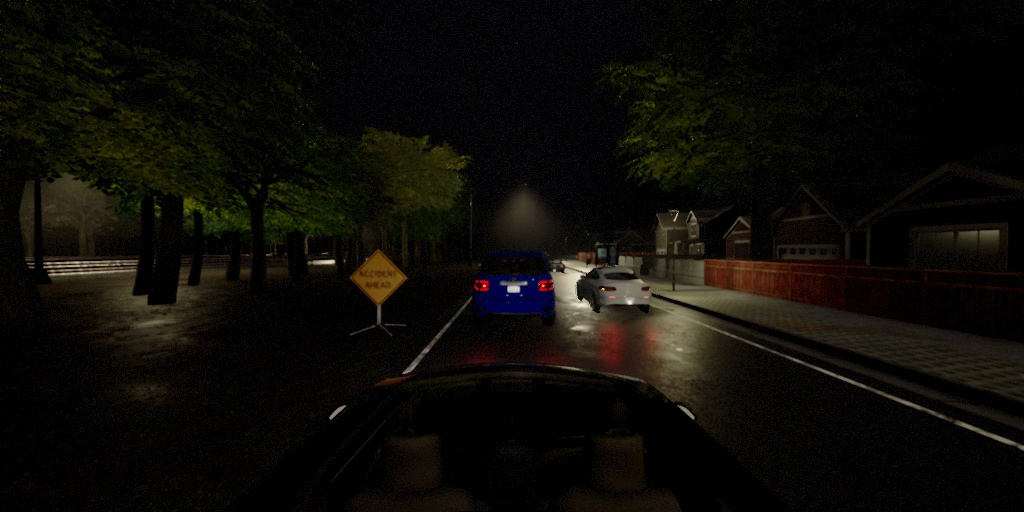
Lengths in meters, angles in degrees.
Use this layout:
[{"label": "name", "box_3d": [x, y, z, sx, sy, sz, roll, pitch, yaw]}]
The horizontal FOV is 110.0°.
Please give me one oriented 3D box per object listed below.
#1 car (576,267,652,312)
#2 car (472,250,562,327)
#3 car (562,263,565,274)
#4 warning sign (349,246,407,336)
[{"label": "car", "box_3d": [3.583, 1.117, 13.183, 1.812, 1.442, 4.674, 0, 1, 0]}, {"label": "car", "box_3d": [0.074, 0.842, 11.172, 2.150, 2.045, 5.566, 0, 1, 1]}, {"label": "car", "box_3d": [3.615, 0.880, 32.645, 1.895, 1.301, 4.718, 0, 1, 0]}, {"label": "warning sign", "box_3d": [-3.045, 0.778, 8.221, 1.300, 1.860, 1.060, 0, 0, 0]}]
